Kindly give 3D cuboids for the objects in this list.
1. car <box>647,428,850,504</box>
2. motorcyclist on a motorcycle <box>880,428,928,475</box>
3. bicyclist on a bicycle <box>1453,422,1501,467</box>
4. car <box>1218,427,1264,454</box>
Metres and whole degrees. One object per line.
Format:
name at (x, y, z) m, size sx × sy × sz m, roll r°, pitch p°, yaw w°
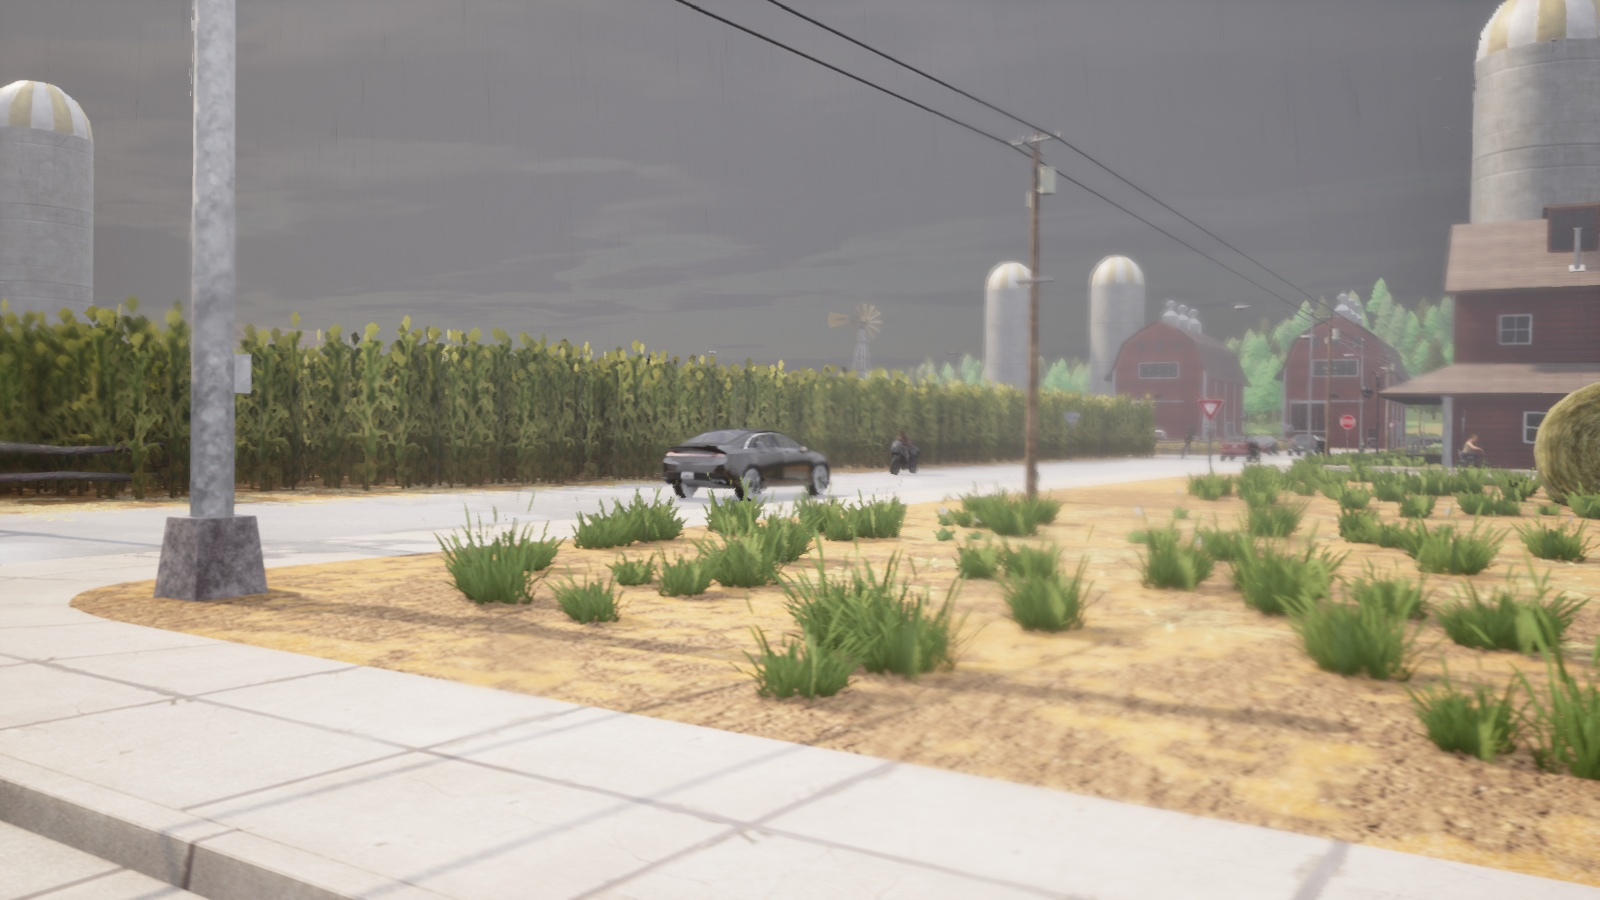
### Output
car at (-1.011, 0.272, 27.634) m, size 2.128 × 1.511 × 4.902 m, roll 0°, pitch 1°, yaw 31°
motorcyclist on a motorcycle at (3.511, 0.037, 42.166) m, size 0.797 × 1.523 × 2.044 m, roll 0°, pitch 1°, yaw 31°
bicyclist on a bicycle at (24.896, -0.203, 46.161) m, size 1.509 × 1.612 × 0.866 m, roll 0°, pitch 1°, yaw 30°
car at (25.432, -0.570, 72.382) m, size 1.789 × 1.549 × 3.705 m, roll 0°, pitch 1°, yaw 31°
